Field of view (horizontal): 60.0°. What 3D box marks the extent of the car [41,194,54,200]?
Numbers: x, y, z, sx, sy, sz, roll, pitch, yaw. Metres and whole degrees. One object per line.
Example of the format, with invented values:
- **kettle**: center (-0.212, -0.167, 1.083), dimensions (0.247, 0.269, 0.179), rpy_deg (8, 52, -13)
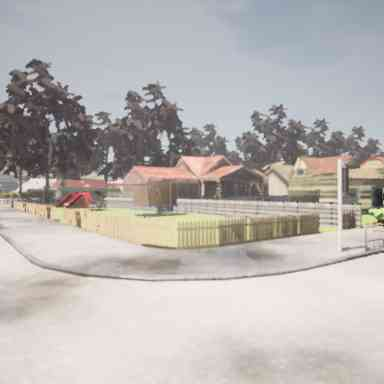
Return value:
- **car**: center (-30.355, 1.195, 69.514), dimensions (1.994, 1.381, 4.181), rpy_deg (0, 0, -36)
